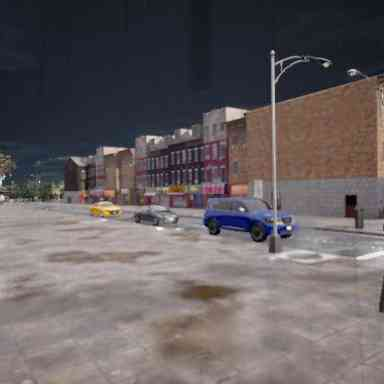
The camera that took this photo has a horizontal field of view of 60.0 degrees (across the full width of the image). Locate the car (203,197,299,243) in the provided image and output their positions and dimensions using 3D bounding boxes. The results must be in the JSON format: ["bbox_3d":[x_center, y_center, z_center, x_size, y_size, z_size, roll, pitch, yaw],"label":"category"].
[{"bbox_3d":[2.854,1.321,17.496,2.150,2.045,5.566,-2,0,-35],"label":"car"}]

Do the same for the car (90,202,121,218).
[{"bbox_3d":[-8.910,1.766,34.034,1.882,1.535,5.008,-2,0,-35],"label":"car"}]

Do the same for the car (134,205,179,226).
[{"bbox_3d":[-2.848,1.702,25.530,1.812,1.442,4.674,-2,0,-36],"label":"car"}]
